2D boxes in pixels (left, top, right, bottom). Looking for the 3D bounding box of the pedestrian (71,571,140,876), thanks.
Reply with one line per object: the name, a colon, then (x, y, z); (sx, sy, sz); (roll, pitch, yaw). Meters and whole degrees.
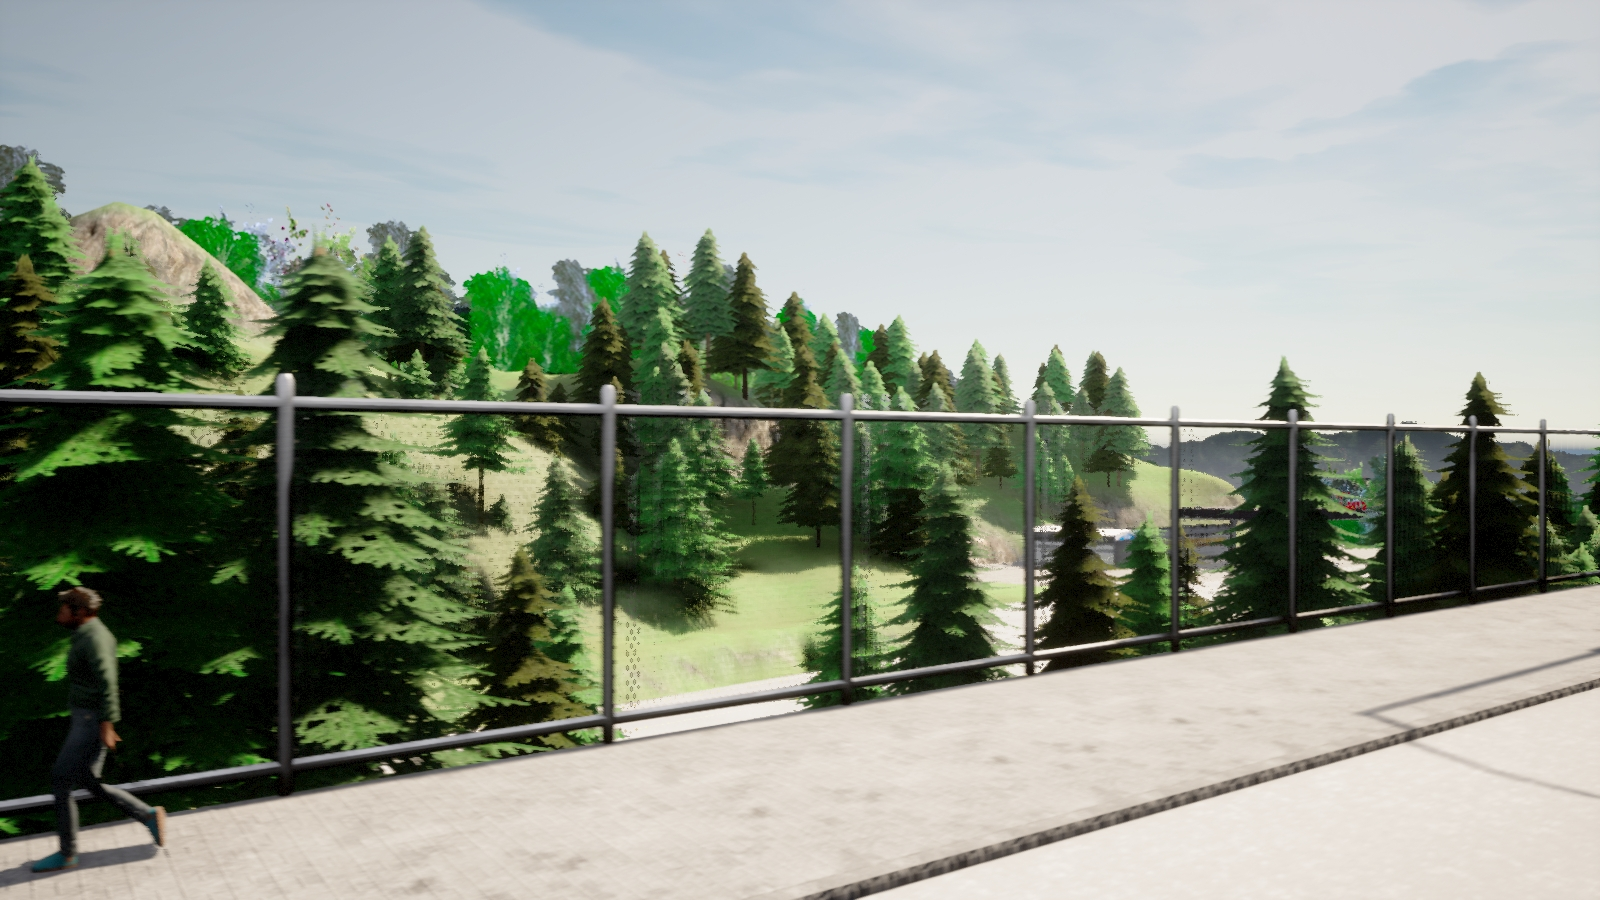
pedestrian: (-4.525, 1.745, 7.438); (0.375, 1.860, 0.375); (0, 0, -32)
